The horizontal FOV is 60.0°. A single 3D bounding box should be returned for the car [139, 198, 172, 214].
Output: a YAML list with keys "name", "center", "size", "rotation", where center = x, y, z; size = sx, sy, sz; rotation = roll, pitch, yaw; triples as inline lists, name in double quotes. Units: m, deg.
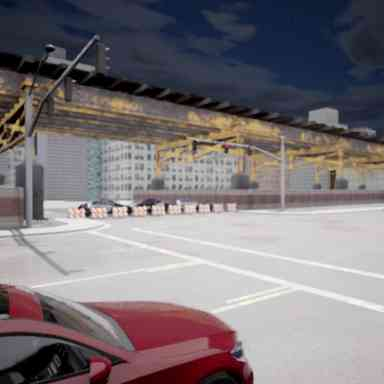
- name: "car"
  center: [-4.127, 1.401, 33.488]
  size: [2.038, 1.542, 4.974]
  rotation: [0, 0, 18]

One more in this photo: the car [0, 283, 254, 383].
- name: "car"
  center: [-1.585, 1.525, 2.639]
  size: [4.674, 1.442, 1.812]
  rotation: [0, 0, -35]

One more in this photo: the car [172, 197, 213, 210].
- name: "car"
  center: [-0.284, 1.226, 37.256]
  size: [4.536, 1.218, 1.853]
  rotation: [0, 0, -7]

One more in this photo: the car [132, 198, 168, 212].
- name: "car"
  center: [-4.112, 1.243, 33.537]
  size: [1.853, 1.218, 4.536]
  rotation: [0, 0, 18]

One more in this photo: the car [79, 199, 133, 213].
- name: "car"
  center: [-7.913, 1.258, 30.794]
  size: [4.536, 1.218, 1.853]
  rotation: [0, 0, 8]

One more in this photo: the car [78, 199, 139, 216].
- name: "car"
  center: [-7.861, 1.416, 30.787]
  size: [4.974, 1.542, 2.038]
  rotation: [0, 0, 8]

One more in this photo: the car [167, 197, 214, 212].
- name: "car"
  center: [-0.232, 1.383, 37.263]
  size: [4.974, 1.542, 2.038]
  rotation: [0, 0, -7]
